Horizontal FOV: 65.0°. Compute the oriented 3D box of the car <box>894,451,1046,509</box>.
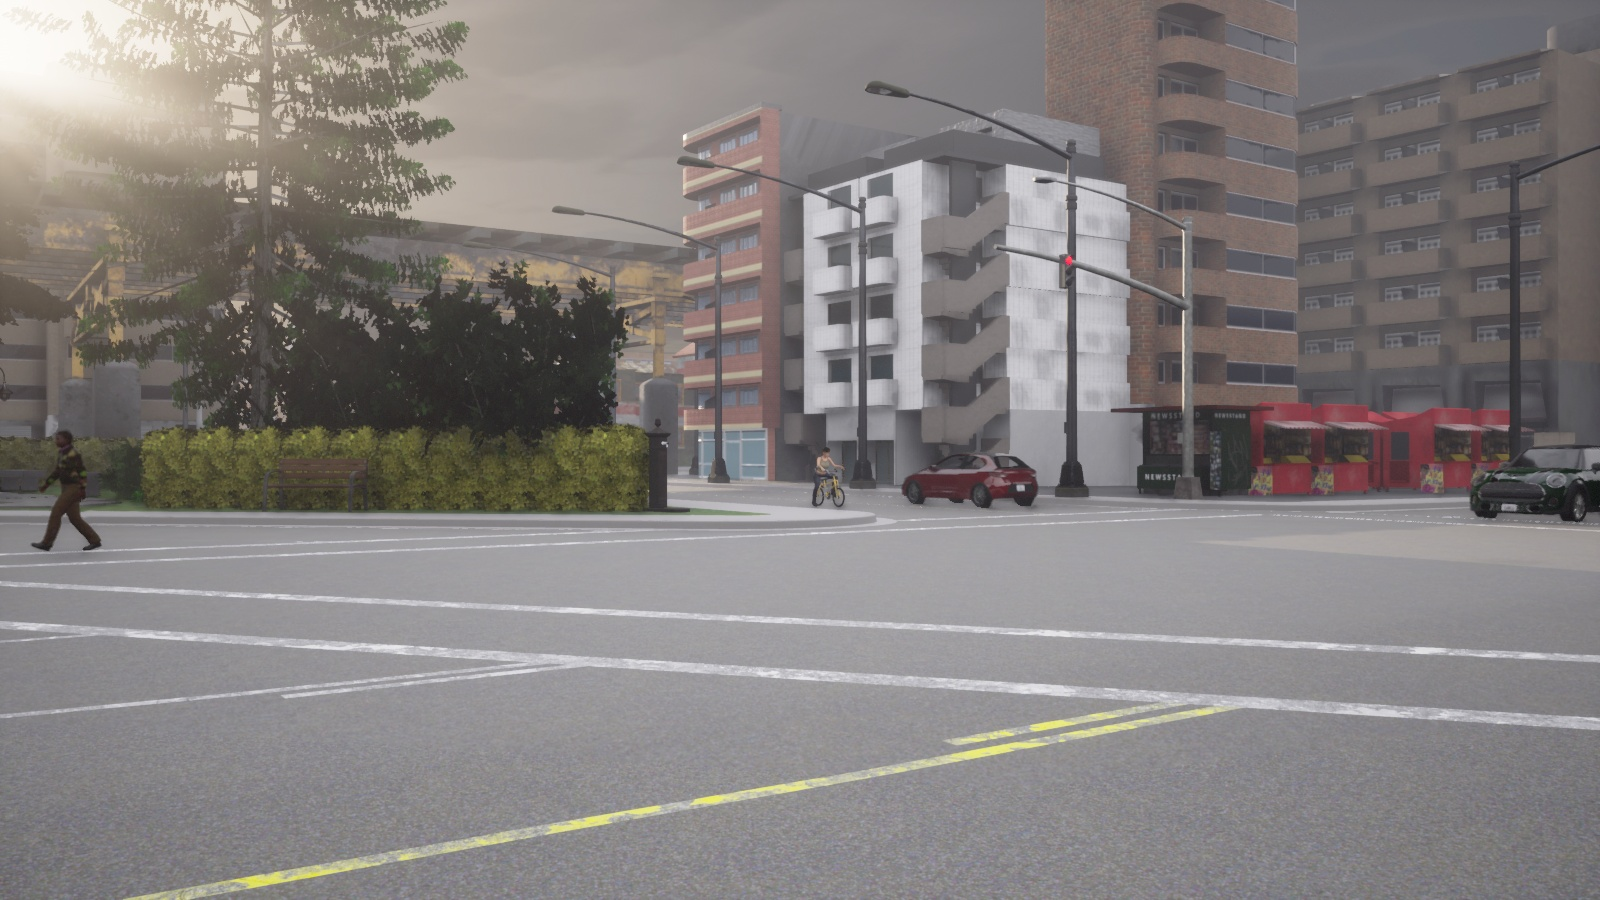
[{"bbox_3d":[4.600,0.776,34.594,1.816,1.474,4.193,0,0,-34],"label":"car"}]

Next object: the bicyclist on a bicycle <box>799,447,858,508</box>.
[{"bbox_3d":[0.769,0.723,34.005,0.866,1.612,1.509,0,0,-34],"label":"bicyclist on a bicycle"}]

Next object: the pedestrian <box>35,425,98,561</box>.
[{"bbox_3d":[-10.650,0.607,18.229,0.395,1.930,0.692,0,0,41],"label":"pedestrian"}]

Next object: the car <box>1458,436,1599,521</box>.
[{"bbox_3d":[17.066,0.595,28.294,4.553,1.767,2.097,0,0,-35],"label":"car"}]
